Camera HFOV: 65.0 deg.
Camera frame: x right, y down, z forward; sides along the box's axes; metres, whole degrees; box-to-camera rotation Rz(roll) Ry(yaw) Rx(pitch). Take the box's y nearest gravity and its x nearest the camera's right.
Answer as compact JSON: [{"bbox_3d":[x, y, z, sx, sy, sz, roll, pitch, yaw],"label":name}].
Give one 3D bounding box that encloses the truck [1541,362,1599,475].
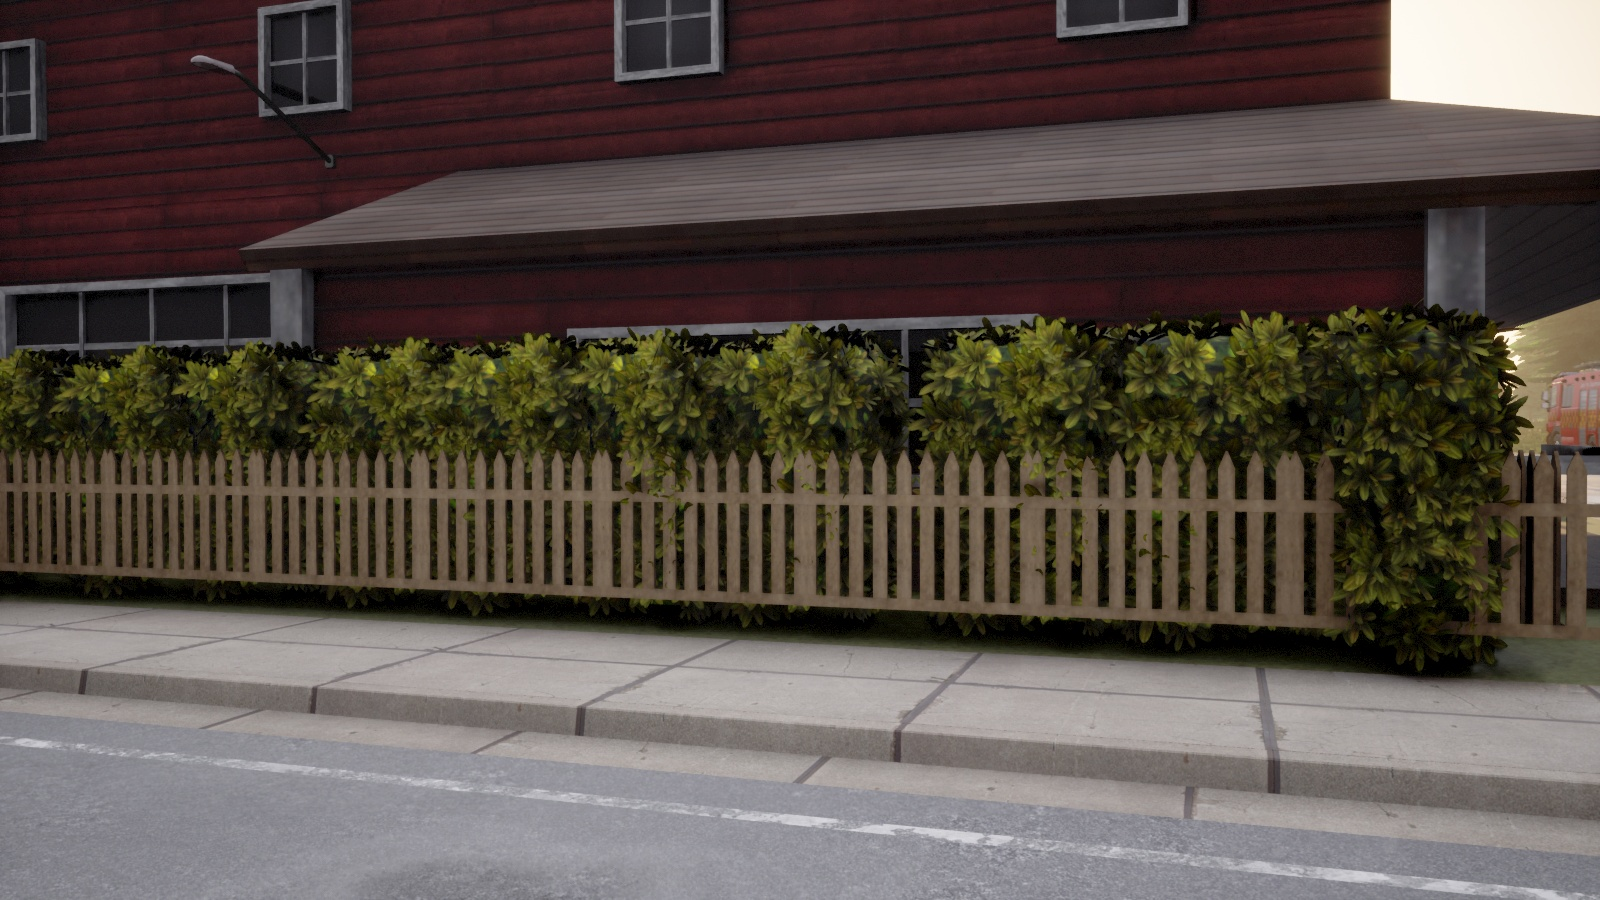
[{"bbox_3d":[29.742,-1.101,45.846,2.891,3.827,8.468,1,1,19],"label":"truck"}]
